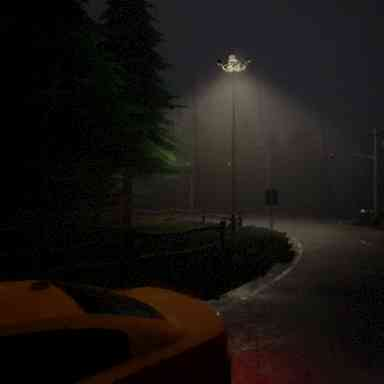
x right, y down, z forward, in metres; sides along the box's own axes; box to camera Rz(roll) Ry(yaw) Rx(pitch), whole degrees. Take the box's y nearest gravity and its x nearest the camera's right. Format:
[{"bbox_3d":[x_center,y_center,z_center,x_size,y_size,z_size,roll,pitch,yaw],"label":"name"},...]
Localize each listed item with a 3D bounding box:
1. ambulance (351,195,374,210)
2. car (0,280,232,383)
[{"bbox_3d":[29.314,1.743,57.095,2.351,2.431,6.366,0,-1,11],"label":"ambulance"},{"bbox_3d":[-1.890,1.494,2.194,5.008,1.535,1.882,1,0,-40],"label":"car"}]
